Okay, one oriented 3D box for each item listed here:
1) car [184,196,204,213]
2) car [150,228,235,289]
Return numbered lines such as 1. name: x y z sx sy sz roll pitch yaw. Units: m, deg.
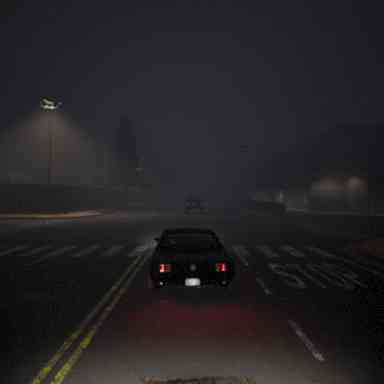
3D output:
1. car: 0.257 1.506 40.652 2.150 2.045 5.566 0 0 0
2. car: -0.121 1.667 9.385 1.895 1.301 4.718 0 0 -4
